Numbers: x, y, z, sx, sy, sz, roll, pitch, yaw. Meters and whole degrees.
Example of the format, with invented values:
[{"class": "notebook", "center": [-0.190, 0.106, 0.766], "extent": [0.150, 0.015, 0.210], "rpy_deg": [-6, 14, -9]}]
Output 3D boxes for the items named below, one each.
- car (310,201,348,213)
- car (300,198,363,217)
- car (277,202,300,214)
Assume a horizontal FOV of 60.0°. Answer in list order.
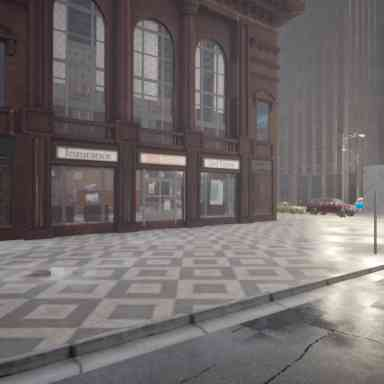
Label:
[{"class": "car", "center": [17.704, 1.899, 43.138], "extent": [1.802, 1.307, 4.206], "rpy_deg": [-1, 0, -35]}, {"class": "car", "center": [13.986, 1.523, 33.620], "extent": [2.192, 1.841, 5.009], "rpy_deg": [0, 0, -35]}, {"class": "car", "center": [10.842, 1.800, 38.074], "extent": [1.752, 1.417, 4.829], "rpy_deg": [0, 0, -35]}]
